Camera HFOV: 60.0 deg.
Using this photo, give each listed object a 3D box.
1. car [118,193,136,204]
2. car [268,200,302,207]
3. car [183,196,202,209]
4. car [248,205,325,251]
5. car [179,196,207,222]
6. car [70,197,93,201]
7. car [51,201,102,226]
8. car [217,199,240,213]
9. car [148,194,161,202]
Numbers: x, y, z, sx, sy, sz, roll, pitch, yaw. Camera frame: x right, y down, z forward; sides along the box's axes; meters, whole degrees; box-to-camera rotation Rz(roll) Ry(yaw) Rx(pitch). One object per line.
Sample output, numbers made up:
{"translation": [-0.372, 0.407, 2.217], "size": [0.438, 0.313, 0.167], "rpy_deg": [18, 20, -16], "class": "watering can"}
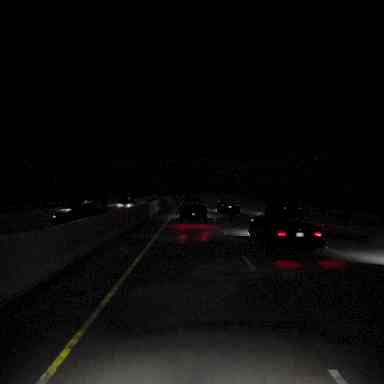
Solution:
{"translation": [-10.578, 1.015, 54.271], "size": [2.097, 1.767, 4.553], "rpy_deg": [0, 0, 0], "class": "car"}
{"translation": [7.088, 1.331, 25.627], "size": [2.128, 1.511, 4.902], "rpy_deg": [0, 0, 0], "class": "car"}
{"translation": [0.080, 1.235, 41.208], "size": [2.128, 1.511, 4.902], "rpy_deg": [0, 0, 0], "class": "car"}
{"translation": [3.594, 1.462, 13.596], "size": [2.033, 1.411, 5.357], "rpy_deg": [0, 0, 0], "class": "car"}
{"translation": [0.088, 1.323, 24.711], "size": [1.882, 1.535, 5.008], "rpy_deg": [0, 0, 0], "class": "car"}
{"translation": [-14.110, 1.285, 42.382], "size": [2.033, 1.411, 5.357], "rpy_deg": [0, 0, 0], "class": "car"}
{"translation": [-7.110, 1.470, 21.054], "size": [1.895, 1.301, 4.718], "rpy_deg": [0, 0, 0], "class": "car"}
{"translation": [3.584, 1.356, 33.339], "size": [1.994, 1.385, 4.181], "rpy_deg": [0, 0, 0], "class": "car"}
{"translation": [-7.053, 1.090, 62.736], "size": [1.882, 1.535, 5.008], "rpy_deg": [0, 0, 1], "class": "car"}
